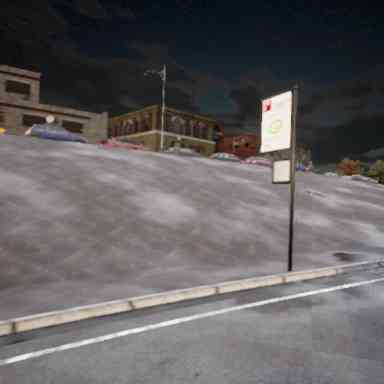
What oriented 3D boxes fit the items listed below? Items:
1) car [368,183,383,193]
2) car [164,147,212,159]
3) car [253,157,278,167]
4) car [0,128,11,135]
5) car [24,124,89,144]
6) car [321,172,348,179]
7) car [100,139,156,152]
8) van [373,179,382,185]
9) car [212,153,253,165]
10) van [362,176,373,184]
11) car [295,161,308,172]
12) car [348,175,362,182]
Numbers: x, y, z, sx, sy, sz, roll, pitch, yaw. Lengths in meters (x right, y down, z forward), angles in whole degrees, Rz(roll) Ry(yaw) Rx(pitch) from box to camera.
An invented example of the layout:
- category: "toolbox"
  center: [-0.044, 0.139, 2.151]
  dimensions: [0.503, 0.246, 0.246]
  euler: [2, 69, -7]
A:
- category: "car"
  center: [36.157, -0.765, 64.505]
  dimensions: [2.163, 1.488, 4.792]
  euler: [1, -3, 44]
- category: "car"
  center: [-0.823, -3.382, 31.172]
  dimensions: [4.674, 1.452, 2.002]
  euler: [3, -1, -36]
- category: "car"
  center: [7.896, -3.107, 37.968]
  dimensions: [4.553, 1.767, 2.185]
  euler: [3, -1, -39]
- category: "car"
  center: [-14.569, -4.062, 21.591]
  dimensions: [5.008, 1.535, 2.097]
  euler: [3, -1, -32]
- category: "car"
  center: [-9.967, -3.976, 24.648]
  dimensions: [4.553, 1.767, 2.185]
  euler: [3, -1, -34]
- category: "car"
  center: [20.452, -2.127, 48.865]
  dimensions: [4.674, 1.452, 2.002]
  euler: [4, -2, -42]
- category: "car"
  center: [-5.281, -3.602, 27.926]
  dimensions: [4.792, 1.488, 2.163]
  euler: [3, -1, -35]
- category: "van"
  center: [32.429, -1.382, 60.555]
  dimensions: [1.878, 1.987, 4.442]
  euler: [1, -3, 45]
- category: "car"
  center: [3.489, -3.214, 34.454]
  dimensions: [4.892, 1.521, 2.231]
  euler: [3, -1, -37]
- category: "van"
  center: [28.560, -1.737, 56.607]
  dimensions: [4.442, 1.987, 1.878]
  euler: [5, -3, -44]
- category: "car"
  center: [12.218, -2.980, 41.545]
  dimensions: [5.566, 2.045, 2.435]
  euler: [3, -2, -40]
- category: "car"
  center: [24.482, -1.814, 52.658]
  dimensions: [4.674, 1.452, 2.002]
  euler: [5, -2, -43]
